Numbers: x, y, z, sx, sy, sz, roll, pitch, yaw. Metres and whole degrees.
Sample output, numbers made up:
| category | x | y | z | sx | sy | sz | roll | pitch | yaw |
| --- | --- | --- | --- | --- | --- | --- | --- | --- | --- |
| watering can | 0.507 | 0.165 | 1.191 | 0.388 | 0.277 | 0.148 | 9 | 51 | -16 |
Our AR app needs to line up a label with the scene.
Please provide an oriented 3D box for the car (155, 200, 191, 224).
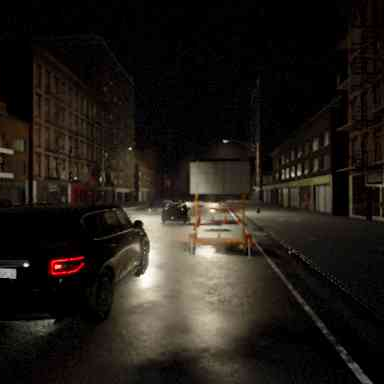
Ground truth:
| category | x | y | z | sx | sy | sz | roll | pitch | yaw |
| --- | --- | --- | --- | --- | --- | --- | --- | --- | --- |
| car | -1.175 | 1.606 | 25.637 | 2.128 | 1.511 | 4.902 | 0 | 0 | 4 |

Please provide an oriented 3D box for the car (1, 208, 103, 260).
| category | x | y | z | sx | sy | sz | roll | pitch | yaw |
| --- | --- | --- | --- | --- | --- | --- | --- | --- | --- |
| car | -5.470 | 1.548 | 13.891 | 1.882 | 1.535 | 5.008 | 0 | 0 | 4 |

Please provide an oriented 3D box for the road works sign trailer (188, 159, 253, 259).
| category | x | y | z | sx | sy | sz | roll | pitch | yaw |
| --- | --- | --- | --- | --- | --- | --- | --- | --- | --- |
| road works sign trailer | 1.078 | 0.519 | 12.926 | 2.380 | 3.560 | 2.880 | 0 | 0 | 4 |

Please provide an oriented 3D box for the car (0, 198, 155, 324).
| category | x | y | z | sx | sy | sz | roll | pitch | yaw |
| --- | --- | --- | --- | --- | --- | --- | --- | --- | --- |
| car | -2.466 | 1.259 | 7.428 | 2.150 | 2.045 | 5.566 | 0 | 0 | 4 |

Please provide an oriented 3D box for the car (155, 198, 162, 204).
| category | x | y | z | sx | sy | sz | roll | pitch | yaw |
| --- | --- | --- | --- | --- | --- | --- | --- | --- | --- |
| car | -5.828 | 1.731 | 54.629 | 1.882 | 1.535 | 5.008 | 0 | 0 | 4 |

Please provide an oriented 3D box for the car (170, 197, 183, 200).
| category | x | y | z | sx | sy | sz | roll | pitch | yaw |
| --- | --- | --- | --- | --- | --- | --- | --- | --- | --- |
| car | -2.509 | 1.602 | 55.452 | 2.097 | 1.767 | 4.553 | 0 | 0 | 4 |

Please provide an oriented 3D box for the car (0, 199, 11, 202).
| category | x | y | z | sx | sy | sz | roll | pitch | yaw |
| --- | --- | --- | --- | --- | --- | --- | --- | --- | --- |
| car | -8.830 | 1.291 | 12.471 | 2.150 | 2.045 | 5.566 | 0 | 0 | 4 |
